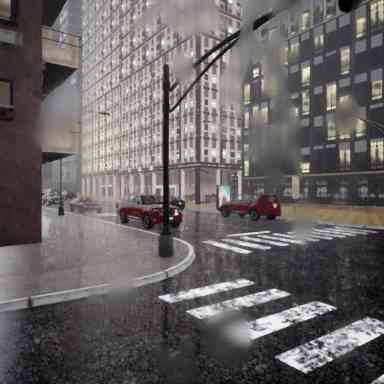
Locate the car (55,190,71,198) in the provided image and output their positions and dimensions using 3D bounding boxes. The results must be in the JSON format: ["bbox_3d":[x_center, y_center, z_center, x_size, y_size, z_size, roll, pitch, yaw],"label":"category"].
[{"bbox_3d":[-25.157,0.309,64.677,1.887,1.381,4.507,1,0,-36],"label":"car"}]

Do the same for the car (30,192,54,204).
[{"bbox_3d":[-18.862,0.752,41.744,1.802,1.307,4.206,2,0,-36],"label":"car"}]

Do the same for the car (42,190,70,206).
[{"bbox_3d":[-15.603,0.826,37.257,2.008,1.369,4.403,2,0,-36],"label":"car"}]

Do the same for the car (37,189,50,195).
[{"bbox_3d":[-34.935,-0.011,78.143,1.887,1.381,4.507,1,0,-36],"label":"car"}]

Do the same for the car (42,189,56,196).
[{"bbox_3d":[-31.675,0.096,73.654,1.887,1.381,4.507,1,0,-36],"label":"car"}]

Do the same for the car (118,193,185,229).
[{"bbox_3d":[-2.562,1.007,19.306,2.192,1.841,5.009,2,0,-36],"label":"car"}]

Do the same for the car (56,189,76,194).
[{"bbox_3d":[-19.516,0.515,52.476,1.837,1.490,4.892,0,1,-36],"label":"car"}]

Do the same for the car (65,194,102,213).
[{"bbox_3d":[-9.086,1.067,28.282,1.802,1.307,4.206,2,0,-36],"label":"car"}]

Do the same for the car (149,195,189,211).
[{"bbox_3d":[-2.342,1.069,33.256,1.947,1.339,4.313,1,0,-36],"label":"car"}]

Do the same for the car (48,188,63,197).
[{"bbox_3d":[-28.413,0.098,69.165,1.967,1.590,4.097,1,0,-36],"label":"car"}]

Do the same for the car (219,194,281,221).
[{"bbox_3d":[4.182,1.026,24.278,2.192,1.841,5.009,1,0,-36],"label":"car"}]

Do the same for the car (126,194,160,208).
[{"bbox_3d":[-5.602,0.965,37.745,1.947,1.339,4.313,1,0,-36],"label":"car"}]
